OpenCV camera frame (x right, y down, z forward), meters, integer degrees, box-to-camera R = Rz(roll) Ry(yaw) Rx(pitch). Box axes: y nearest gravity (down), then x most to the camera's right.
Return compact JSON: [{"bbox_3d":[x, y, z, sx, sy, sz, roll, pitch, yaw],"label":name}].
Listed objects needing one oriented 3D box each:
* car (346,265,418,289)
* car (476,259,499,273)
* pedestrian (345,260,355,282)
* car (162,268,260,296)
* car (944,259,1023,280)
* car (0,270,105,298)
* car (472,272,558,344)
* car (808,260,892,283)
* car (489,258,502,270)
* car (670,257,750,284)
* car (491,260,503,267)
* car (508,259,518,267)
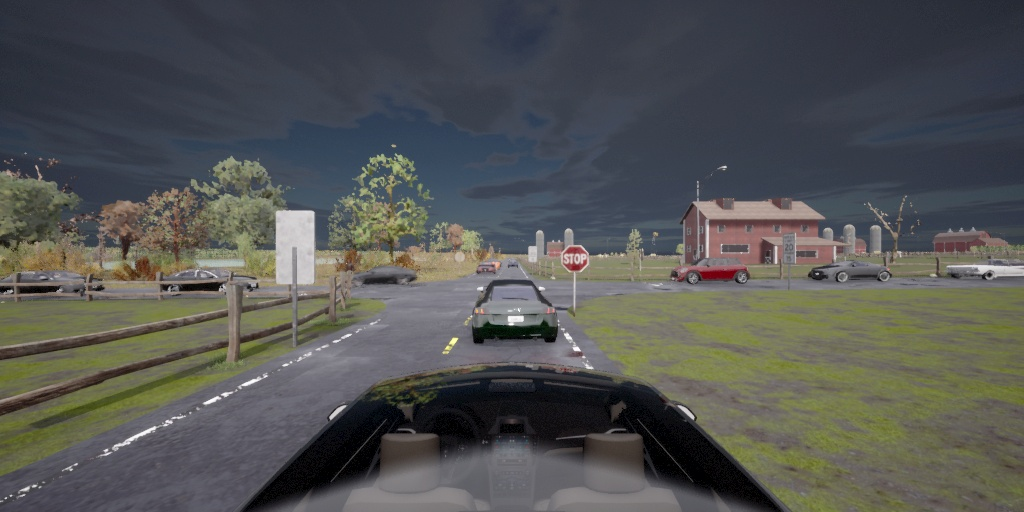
[{"bbox_3d":[-8.804,1.358,24.315,4.674,1.442,1.812,-1,2,-22],"label":"car"},{"bbox_3d":[-2.791,1.308,39.363,1.994,1.385,4.181,0,0,0],"label":"car"},{"bbox_3d":[-12.122,1.161,26.731,0.375,1.860,0.375,0,1,1],"label":"pedestrian"},{"bbox_3d":[-17.435,1.473,20.827,4.902,1.511,2.128,-1,0,1],"label":"car"},{"bbox_3d":[31.432,0.859,23.303,4.718,1.301,1.895,-1,0,1],"label":"car"},{"bbox_3d":[-26.842,1.602,20.998,4.902,1.511,2.128,-1,0,2],"label":"car"},{"bbox_3d":[-0.009,1.312,9.662,1.994,1.385,4.181,0,0,-3],"label":"car"},{"bbox_3d":[21.928,0.963,23.386,4.181,1.385,1.994,-1,0,1],"label":"car"},{"bbox_3d":[-2.760,1.095,50.642,2.097,1.767,4.553,0,0,0],"label":"car"},{"bbox_3d":[12.851,0.883,23.531,4.553,1.767,2.097,-1,0,2],"label":"car"},{"bbox_3d":[-2.718,1.342,64.562,1.895,1.301,4.718,0,0,0],"label":"car"},{"bbox_3d":[0.197,1.289,64.385,2.033,1.411,5.357,0,0,0],"label":"car"}]
